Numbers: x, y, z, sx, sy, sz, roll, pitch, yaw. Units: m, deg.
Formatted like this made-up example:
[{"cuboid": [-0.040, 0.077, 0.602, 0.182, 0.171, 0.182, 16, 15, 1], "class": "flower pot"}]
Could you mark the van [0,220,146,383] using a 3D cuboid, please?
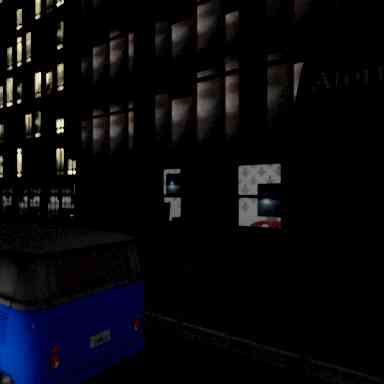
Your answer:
[{"cuboid": [-2.491, 1.340, 4.649, 3.998, 1.788, 1.690, 0, 0, 35], "class": "van"}]
